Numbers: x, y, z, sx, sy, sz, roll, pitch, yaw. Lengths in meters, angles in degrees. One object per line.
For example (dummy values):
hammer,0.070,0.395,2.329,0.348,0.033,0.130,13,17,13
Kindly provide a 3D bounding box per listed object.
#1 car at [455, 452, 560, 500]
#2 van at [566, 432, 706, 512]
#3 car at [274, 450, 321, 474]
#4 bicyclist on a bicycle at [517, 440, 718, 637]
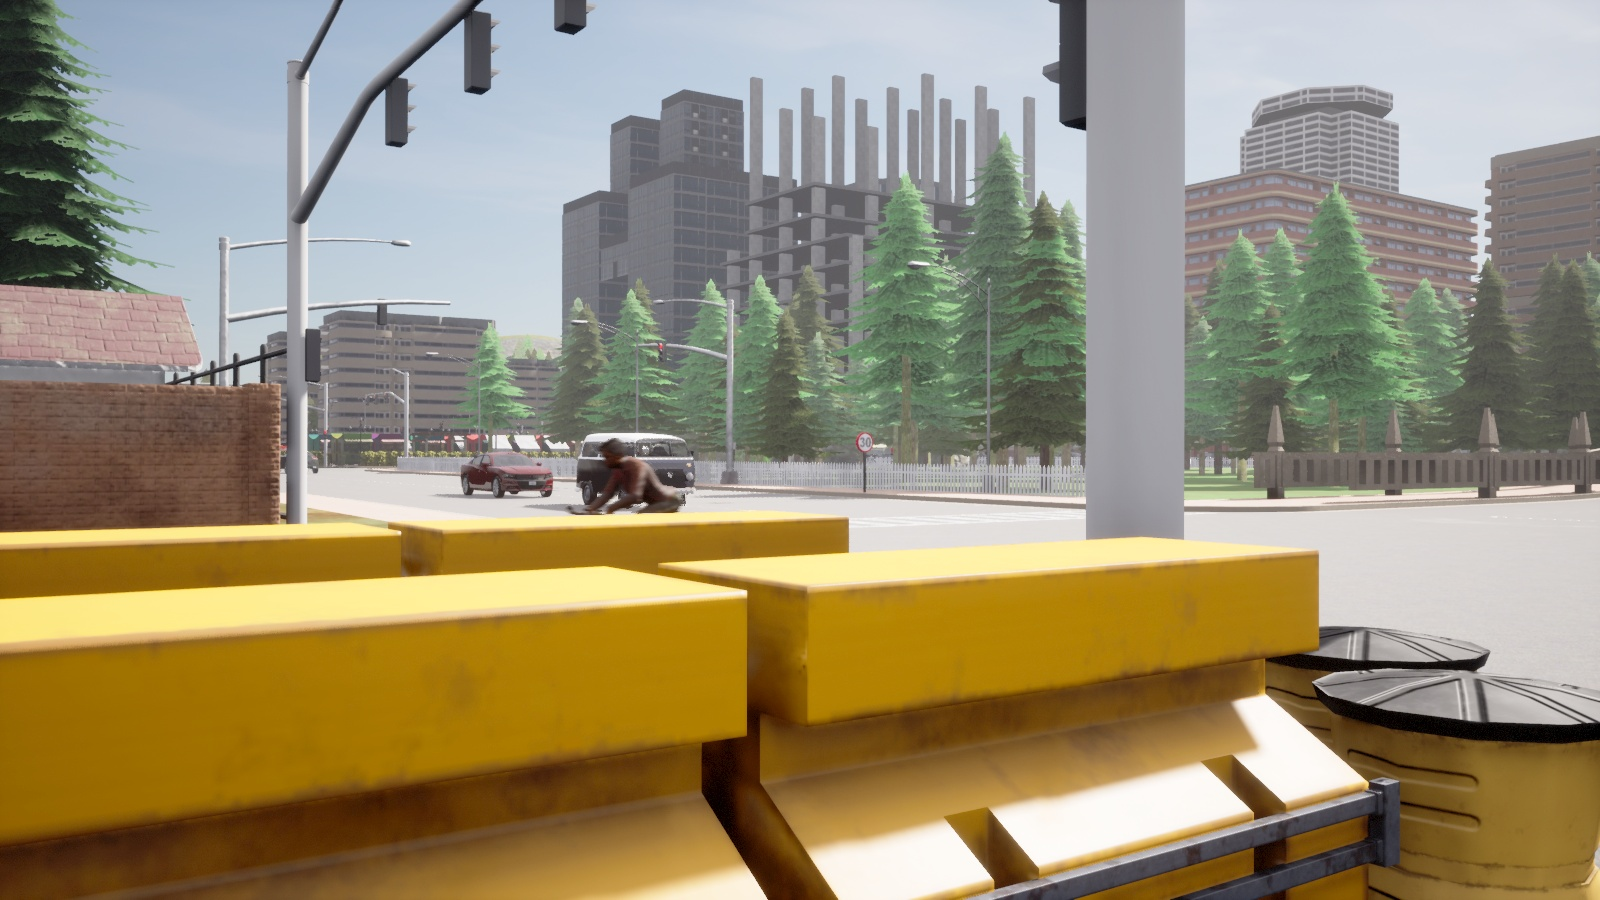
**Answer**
car,-10.039,0.849,42.856,1.882,1.535,5.008,0,0,-33
van,-4.568,0.562,34.452,2.069,2.038,4.480,0,0,-33
car,-35.247,0.813,88.001,2.152,1.651,5.027,0,0,-33
bicyclist on a bicycle,-1.593,0.728,11.078,1.656,1.620,0.582,0,0,-35
